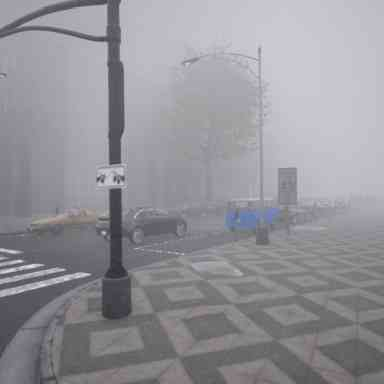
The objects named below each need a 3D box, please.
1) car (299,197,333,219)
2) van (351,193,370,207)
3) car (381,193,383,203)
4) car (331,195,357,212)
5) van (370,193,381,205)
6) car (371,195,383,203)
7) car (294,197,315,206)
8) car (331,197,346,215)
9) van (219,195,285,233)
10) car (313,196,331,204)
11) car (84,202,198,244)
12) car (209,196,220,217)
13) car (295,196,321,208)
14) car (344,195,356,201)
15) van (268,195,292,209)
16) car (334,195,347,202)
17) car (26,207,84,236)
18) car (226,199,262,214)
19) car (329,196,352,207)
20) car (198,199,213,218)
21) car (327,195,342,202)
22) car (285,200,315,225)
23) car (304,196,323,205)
[{"bbox_3d":[9.744,1.385,27.149,1.887,1.381,4.507,-1,0,36],"label":"car"},{"bbox_3d":[22.389,1.127,44.726,1.690,1.788,3.998,-1,0,36],"label":"van"},{"bbox_3d":[31.977,1.274,58.044,1.752,1.417,4.829,-1,-1,36],"label":"car"},{"bbox_3d":[16.068,1.363,35.937,2.008,1.369,4.403,-1,0,36],"label":"car"},{"bbox_3d":[28.713,1.102,53.514,1.690,1.788,3.998,-1,-1,36],"label":"van"},{"bbox_3d":[35.040,1.303,62.300,1.947,1.339,4.313,-1,-1,36],"label":"car"},{"bbox_3d":[18.065,1.491,53.304,1.947,1.339,4.313,-1,0,36],"label":"car"},{"bbox_3d":[12.907,1.408,31.544,1.802,1.307,4.206,-1,0,36],"label":"car"},{"bbox_3d":[3.418,1.212,18.363,1.690,1.788,3.998,-1,0,36],"label":"van"},{"bbox_3d":[24.244,1.452,61.891,2.008,1.369,4.403,-1,-1,36],"label":"car"},{"bbox_3d":[-2.139,1.429,15.371,2.128,1.511,4.902,-1,-1,36],"label":"car"},{"bbox_3d":[2.616,1.307,31.842,2.192,1.841,5.009,-1,0,36],"label":"car"},{"bbox_3d":[15.988,1.386,45.694,2.128,1.511,4.902,-1,-1,36],"label":"car"},{"bbox_3d":[39.551,1.400,83.161,2.008,1.369,4.403,-1,-1,36],"label":"car"},{"bbox_3d":[11.884,1.292,44.720,1.690,1.788,3.998,-1,0,36],"label":"van"},{"bbox_3d":[33.191,1.415,74.323,1.887,1.381,4.507,-1,-1,36],"label":"car"},{"bbox_3d":[-6.755,1.564,18.825,1.752,1.417,4.829,-1,0,36],"label":"car"},{"bbox_3d":[5.708,1.528,36.133,2.008,1.369,4.403,-1,0,36],"label":"car"},{"bbox_3d":[21.830,1.375,48.675,2.033,1.411,5.357,-1,-1,36],"label":"car"},{"bbox_3d":[-0.471,1.551,27.547,1.887,1.381,4.507,-1,0,36],"label":"car"},{"bbox_3d":[30.011,1.432,69.904,2.008,1.369,4.403,-1,-1,36],"label":"car"},{"bbox_3d":[6.583,1.422,22.756,1.947,1.339,4.313,-1,0,36],"label":"car"},{"bbox_3d":[21.055,1.439,57.460,1.752,1.417,4.829,-1,0,36],"label":"car"}]
